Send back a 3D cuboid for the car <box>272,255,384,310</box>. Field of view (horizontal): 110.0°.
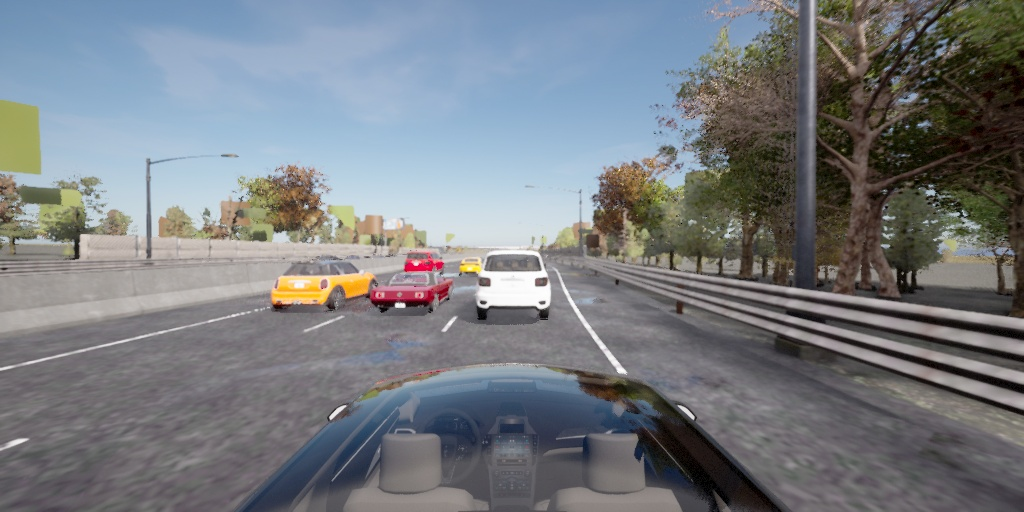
[{"bbox_3d":[-6.909,0.947,13.804,2.097,1.767,4.553,0,1,1],"label":"car"}]

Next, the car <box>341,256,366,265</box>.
[{"bbox_3d":[-24.443,0.655,55.447,1.994,1.385,4.181,0,1,1],"label":"car"}]

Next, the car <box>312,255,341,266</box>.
[{"bbox_3d":[-27.946,0.611,54.128,1.837,1.490,4.892,0,1,0],"label":"car"}]

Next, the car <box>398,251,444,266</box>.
[{"bbox_3d":[-6.882,0.634,28.534,2.150,2.045,5.566,0,1,1],"label":"car"}]

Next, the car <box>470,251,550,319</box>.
[{"bbox_3d":[0.072,0.835,12.286,2.150,2.045,5.566,0,1,1],"label":"car"}]

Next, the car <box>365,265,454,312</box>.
[{"bbox_3d":[-3.414,1.203,13.260,1.895,1.301,4.718,0,1,1],"label":"car"}]

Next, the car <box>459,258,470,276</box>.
[{"bbox_3d":[-3.365,0.855,31.261,1.882,1.535,5.008,0,1,0],"label":"car"}]

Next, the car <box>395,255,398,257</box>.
[{"bbox_3d":[-17.448,0.613,55.817,1.812,1.442,4.674,0,1,1],"label":"car"}]
